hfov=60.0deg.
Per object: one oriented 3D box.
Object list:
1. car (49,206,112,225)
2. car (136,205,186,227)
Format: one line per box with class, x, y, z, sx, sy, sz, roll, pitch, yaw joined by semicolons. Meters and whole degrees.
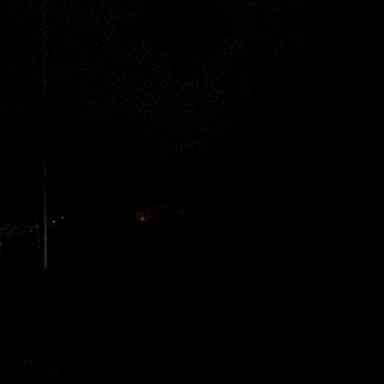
car;-9.039;1.843;27.404;2.033;1.411;5.357;-1;0;32
car;-2.108;1.686;25.080;1.882;1.535;5.008;-1;-1;32
